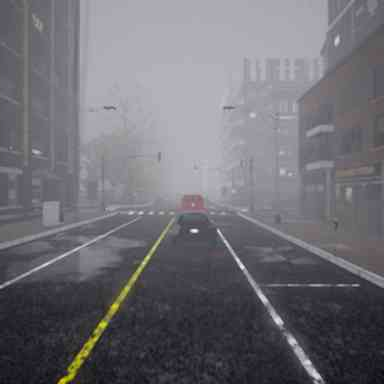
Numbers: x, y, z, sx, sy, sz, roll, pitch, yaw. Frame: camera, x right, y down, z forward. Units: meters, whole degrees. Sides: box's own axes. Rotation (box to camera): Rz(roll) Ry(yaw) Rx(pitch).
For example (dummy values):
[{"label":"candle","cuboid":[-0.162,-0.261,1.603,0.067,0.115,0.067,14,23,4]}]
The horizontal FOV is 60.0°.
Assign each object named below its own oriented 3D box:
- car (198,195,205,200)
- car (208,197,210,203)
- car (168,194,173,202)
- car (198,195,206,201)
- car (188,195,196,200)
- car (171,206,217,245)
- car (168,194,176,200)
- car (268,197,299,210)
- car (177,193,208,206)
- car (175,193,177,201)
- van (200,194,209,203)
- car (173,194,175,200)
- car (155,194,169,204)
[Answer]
[{"label":"car","cuboid":[2.679,1.520,93.752,1.887,1.381,4.507,0,0,0]},{"label":"car","cuboid":[2.683,1.503,65.601,1.887,1.381,4.507,0,0,0]},{"label":"car","cuboid":[-5.698,1.485,71.061,1.752,1.417,4.829,0,0,0]},{"label":"car","cuboid":[2.679,1.521,88.123,2.008,1.369,4.403,0,0,0]},{"label":"car","cuboid":[-0.013,1.521,89.069,1.994,1.385,4.181,0,0,0]},{"label":"car","cuboid":[0.097,1.543,15.491,1.994,1.385,4.181,0,0,0]},{"label":"car","cuboid":[-5.701,1.415,93.752,1.967,1.590,4.097,0,0,0]},{"label":"car","cuboid":[13.459,1.557,47.651,5.009,1.841,2.192,1,-1,-1]},{"label":"car","cuboid":[-0.060,1.187,30.815,2.150,2.045,5.566,0,0,-3]},{"label":"car","cuboid":[-3.011,1.190,82.028,2.150,2.045,5.566,0,0,0]},{"label":"van","cuboid":[2.683,1.301,71.232,1.690,1.788,3.998,0,0,0]},{"label":"car","cuboid":[-5.699,1.277,76.861,2.192,1.841,5.009,0,0,0]},{"label":"car","cuboid":[-5.696,1.523,59.970,1.947,1.339,4.313,0,0,0]}]
